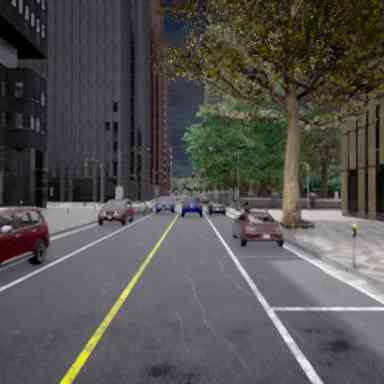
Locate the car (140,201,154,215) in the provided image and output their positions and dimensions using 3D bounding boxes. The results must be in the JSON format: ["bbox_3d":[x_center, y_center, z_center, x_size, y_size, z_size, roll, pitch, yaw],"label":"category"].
[{"bbox_3d":[-5.796,1.818,36.897,2.008,1.369,4.403,0,0,0],"label":"car"}]

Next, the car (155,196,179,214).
[{"bbox_3d":[-3.098,1.511,39.588,2.150,2.045,5.566,0,-1,0],"label":"car"}]

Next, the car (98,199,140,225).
[{"bbox_3d":[-5.785,1.501,25.874,2.192,1.841,5.009,0,0,0],"label":"car"}]

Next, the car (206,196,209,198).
[{"bbox_3d":[2.700,1.830,69.093,2.192,1.841,5.009,0,0,0],"label":"car"}]

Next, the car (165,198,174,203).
[{"bbox_3d":[-5.841,2.204,85.444,2.008,1.369,4.403,0,0,0],"label":"car"}]

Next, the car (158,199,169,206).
[{"bbox_3d":[-5.825,2.081,69.073,1.947,1.339,4.313,0,0,0],"label":"car"}]

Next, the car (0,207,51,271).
[{"bbox_3d":[-5.770,1.382,9.336,2.192,1.841,5.009,0,0,0],"label":"car"}]

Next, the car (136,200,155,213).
[{"bbox_3d":[-5.801,1.832,42.240,1.752,1.417,4.829,0,0,0],"label":"car"}]

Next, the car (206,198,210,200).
[{"bbox_3d":[2.724,1.859,42.426,2.008,1.369,4.403,0,0,0],"label":"car"}]

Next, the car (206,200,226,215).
[{"bbox_3d":[2.729,1.833,36.913,1.947,1.339,4.313,0,0,0],"label":"car"}]

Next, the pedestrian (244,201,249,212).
[{"bbox_3d":[2.983,1.426,18.485,0.375,1.860,0.375,0,0,0],"label":"pedestrian"}]

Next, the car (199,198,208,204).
[{"bbox_3d":[2.690,2.173,80.003,1.947,1.339,4.313,0,0,0],"label":"car"}]

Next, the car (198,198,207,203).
[{"bbox_3d":[2.685,2.204,85.459,2.008,1.369,4.403,0,0,0],"label":"car"}]

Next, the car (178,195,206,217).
[{"bbox_3d":[0.016,1.476,34.934,2.150,2.045,5.566,0,0,1],"label":"car"}]

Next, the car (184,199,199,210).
[{"bbox_3d":[-0.018,1.865,49.367,2.128,1.511,4.902,0,-1,1],"label":"car"}]

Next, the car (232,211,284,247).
[{"bbox_3d":[2.986,1.639,15.645,1.812,1.442,4.674,0,0,0],"label":"car"}]
